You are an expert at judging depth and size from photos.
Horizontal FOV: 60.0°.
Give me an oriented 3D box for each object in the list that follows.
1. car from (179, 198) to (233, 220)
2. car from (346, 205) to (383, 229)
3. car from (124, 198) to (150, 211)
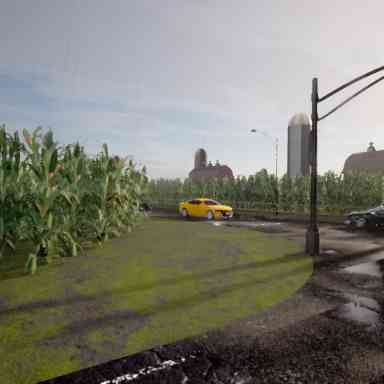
[{"bbox_3d":[1.023,1.279,26.021,1.882,1.535,5.008,2,0,-38],"label":"car"},{"bbox_3d":[11.870,1.507,19.888,4.892,1.490,1.837,1,2,28],"label":"car"},{"bbox_3d":[-6.371,1.307,35.493,1.895,1.301,4.718,2,-1,-38],"label":"car"}]
